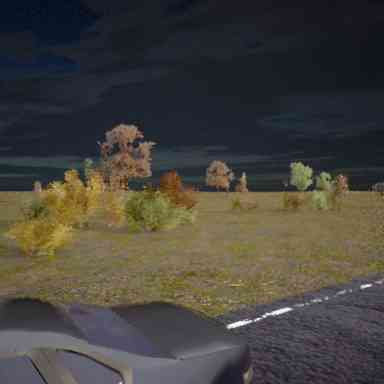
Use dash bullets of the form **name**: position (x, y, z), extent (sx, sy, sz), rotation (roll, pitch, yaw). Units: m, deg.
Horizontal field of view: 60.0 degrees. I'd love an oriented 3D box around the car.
- **car**: position (-1.928, 1.543, 1.968), extent (5.357, 1.411, 2.033), rotation (0, 0, -35)
